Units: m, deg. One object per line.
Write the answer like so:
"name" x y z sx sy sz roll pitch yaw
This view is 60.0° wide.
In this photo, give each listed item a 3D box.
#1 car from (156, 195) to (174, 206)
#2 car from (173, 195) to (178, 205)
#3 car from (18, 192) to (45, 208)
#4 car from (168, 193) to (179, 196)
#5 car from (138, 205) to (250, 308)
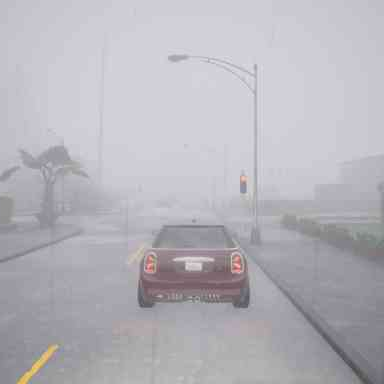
"car" -4.052 1.564 47.899 1.994 1.385 4.181 0 0 0
"car" -4.022 1.601 57.801 1.895 1.301 4.718 0 0 0
"car" -19.721 0.985 41.964 1.905 1.878 3.866 0 0 35
"car" -3.943 1.221 68.195 2.150 2.045 5.566 0 0 1
"car" 0.052 1.352 8.086 2.097 1.767 4.553 0 0 1
